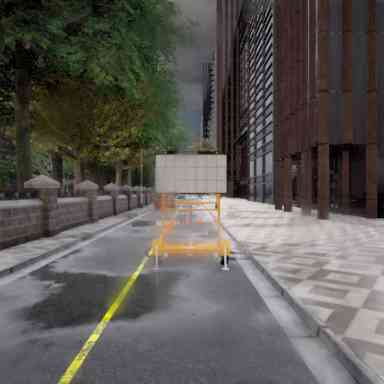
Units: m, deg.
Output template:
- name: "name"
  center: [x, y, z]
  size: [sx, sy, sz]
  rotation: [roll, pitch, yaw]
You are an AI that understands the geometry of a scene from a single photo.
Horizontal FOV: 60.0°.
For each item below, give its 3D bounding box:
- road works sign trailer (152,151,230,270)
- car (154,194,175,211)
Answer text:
- name: "road works sign trailer"
  center: [-0.029, 0.464, 11.017]
  size: [2.380, 3.560, 2.880]
  rotation: [0, 0, 0]
- name: "car"
  center: [-3.208, 1.196, 40.118]
  size: [2.150, 2.045, 5.566]
  rotation: [0, 0, 0]
